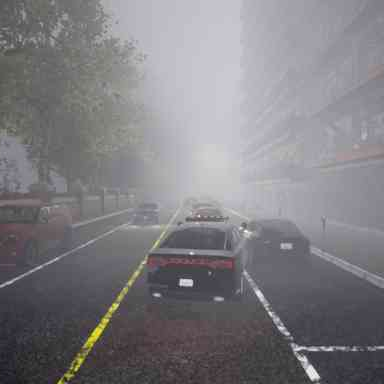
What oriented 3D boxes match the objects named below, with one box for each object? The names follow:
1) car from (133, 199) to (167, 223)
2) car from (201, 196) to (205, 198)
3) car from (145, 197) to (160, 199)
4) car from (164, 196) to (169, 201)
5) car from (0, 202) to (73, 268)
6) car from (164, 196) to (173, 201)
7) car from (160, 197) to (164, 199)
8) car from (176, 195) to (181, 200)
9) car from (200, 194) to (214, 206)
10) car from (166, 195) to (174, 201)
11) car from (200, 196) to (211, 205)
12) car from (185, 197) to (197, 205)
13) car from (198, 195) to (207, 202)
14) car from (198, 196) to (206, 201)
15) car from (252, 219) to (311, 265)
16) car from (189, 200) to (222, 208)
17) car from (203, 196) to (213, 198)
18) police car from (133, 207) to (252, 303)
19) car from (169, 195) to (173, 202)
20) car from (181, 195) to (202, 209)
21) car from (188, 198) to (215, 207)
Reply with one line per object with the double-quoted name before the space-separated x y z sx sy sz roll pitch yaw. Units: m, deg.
"car" -3.173 1.509 24.711 1.837 1.490 4.892 0 0 0
"car" 2.551 1.565 45.235 1.887 1.381 4.507 0 0 0
"car" -5.829 1.460 45.209 1.967 1.590 4.097 0 0 0
"car" -5.880 1.589 62.098 2.008 1.369 4.403 0 0 0
"car" -5.724 1.316 11.428 2.192 1.841 5.009 0 0 0
"car" -5.950 1.622 84.619 2.008 1.369 4.403 0 0 0
"car" -5.847 1.466 50.837 1.967 1.590 4.097 0 0 0
"car" -3.285 1.593 93.113 1.837 1.490 4.892 0 -1 0
"car" 2.516 1.347 56.494 2.192 1.841 5.009 0 0 0
"car" -5.967 1.607 90.080 1.752 1.417 4.829 0 0 0
"car" 2.499 1.479 62.125 1.967 1.590 4.097 0 0 0
"car" -0.179 1.599 58.795 1.994 1.385 4.181 0 0 0
"car" 2.447 1.502 79.015 1.967 1.590 4.097 0 0 0
"car" 2.430 1.637 84.646 1.947 1.339 4.313 0 0 0
"car" 2.656 1.567 11.454 1.947 1.339 4.313 0 0 0
"car" 0.845 1.458 18.398 1.801 1.575 5.366 0 0 0
"car" 2.569 1.560 39.604 1.887 1.381 4.507 0 0 0
"police car" 0.419 1.426 8.504 1.930 1.638 5.238 0 0 12
"car" -5.932 1.587 78.819 1.752 1.417 4.829 0 0 0
"car" -0.107 1.373 46.105 2.097 1.767 4.553 0 0 0
"car" 0.827 1.482 24.208 1.882 1.535 5.008 0 0 0
